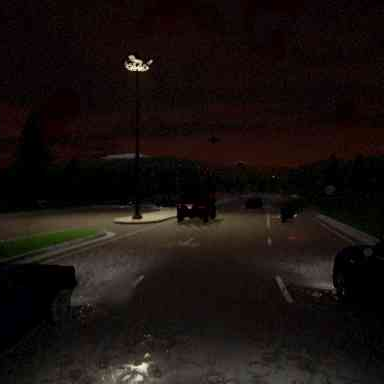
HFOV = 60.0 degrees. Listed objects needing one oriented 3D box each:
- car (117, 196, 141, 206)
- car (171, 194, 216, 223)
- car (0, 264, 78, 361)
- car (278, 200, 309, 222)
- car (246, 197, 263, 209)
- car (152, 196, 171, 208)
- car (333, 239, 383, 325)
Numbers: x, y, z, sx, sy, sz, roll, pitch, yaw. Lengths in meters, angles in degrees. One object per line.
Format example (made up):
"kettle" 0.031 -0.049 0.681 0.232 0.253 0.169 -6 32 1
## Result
"car" -9.399 1.352 50.182 2.033 1.411 5.357 0 0 13
"car" 0.429 1.123 24.919 2.150 2.045 5.566 0 0 13
"car" -3.182 1.584 4.137 1.895 1.301 4.718 0 0 4
"car" 7.662 1.405 25.151 1.837 1.490 4.892 0 0 13
"car" 7.955 1.311 42.365 1.882 1.535 5.008 0 1 13
"car" -3.415 1.388 45.018 1.994 1.385 4.181 0 0 13
"car" 3.925 1.331 5.199 2.097 1.767 4.553 0 0 4
